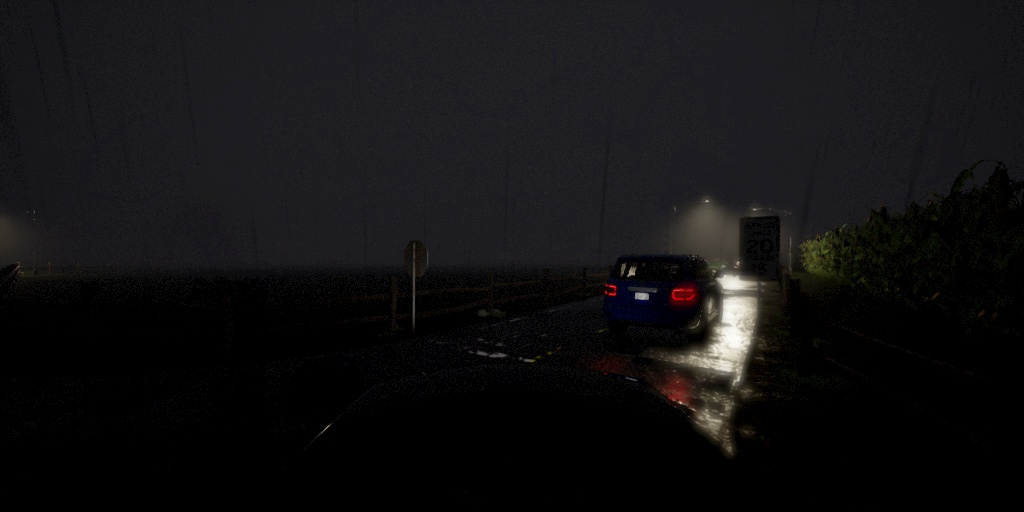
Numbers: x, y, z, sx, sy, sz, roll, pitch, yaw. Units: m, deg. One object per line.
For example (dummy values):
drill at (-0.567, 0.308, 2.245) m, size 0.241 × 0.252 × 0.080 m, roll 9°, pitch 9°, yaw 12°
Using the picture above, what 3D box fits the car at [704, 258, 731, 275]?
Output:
car at (22.948, 1.105, 40.031) m, size 2.097 × 1.767 × 4.553 m, roll 0°, pitch 0°, yaw 36°

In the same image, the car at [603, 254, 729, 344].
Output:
car at (4.413, 0.971, 9.981) m, size 2.150 × 2.045 × 5.566 m, roll 0°, pitch 0°, yaw 36°

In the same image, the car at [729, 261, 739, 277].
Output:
car at (22.843, 1.257, 35.135) m, size 2.128 × 1.511 × 4.902 m, roll 0°, pitch 0°, yaw 37°
